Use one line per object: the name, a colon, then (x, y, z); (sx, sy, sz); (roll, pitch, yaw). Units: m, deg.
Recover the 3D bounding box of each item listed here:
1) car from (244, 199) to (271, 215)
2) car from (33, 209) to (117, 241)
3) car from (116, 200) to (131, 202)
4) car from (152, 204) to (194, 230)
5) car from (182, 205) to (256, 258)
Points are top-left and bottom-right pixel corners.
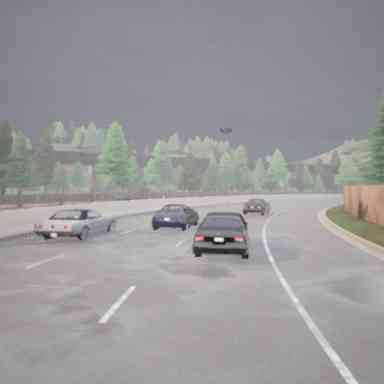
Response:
car: (5.926, 1.310, 30.244); (2.033, 1.411, 5.357); (0, 1, 21)
car: (-5.272, 1.449, 15.822); (1.895, 1.301, 4.718); (0, 0, 10)
car: (-9.830, 1.075, 46.851); (1.837, 1.490, 4.892); (0, 1, 26)
car: (-0.870, 1.395, 19.587); (1.994, 1.385, 4.181); (0, 0, 13)
car: (1.193, 1.446, 12.370); (2.033, 1.411, 5.357); (0, 0, 9)
